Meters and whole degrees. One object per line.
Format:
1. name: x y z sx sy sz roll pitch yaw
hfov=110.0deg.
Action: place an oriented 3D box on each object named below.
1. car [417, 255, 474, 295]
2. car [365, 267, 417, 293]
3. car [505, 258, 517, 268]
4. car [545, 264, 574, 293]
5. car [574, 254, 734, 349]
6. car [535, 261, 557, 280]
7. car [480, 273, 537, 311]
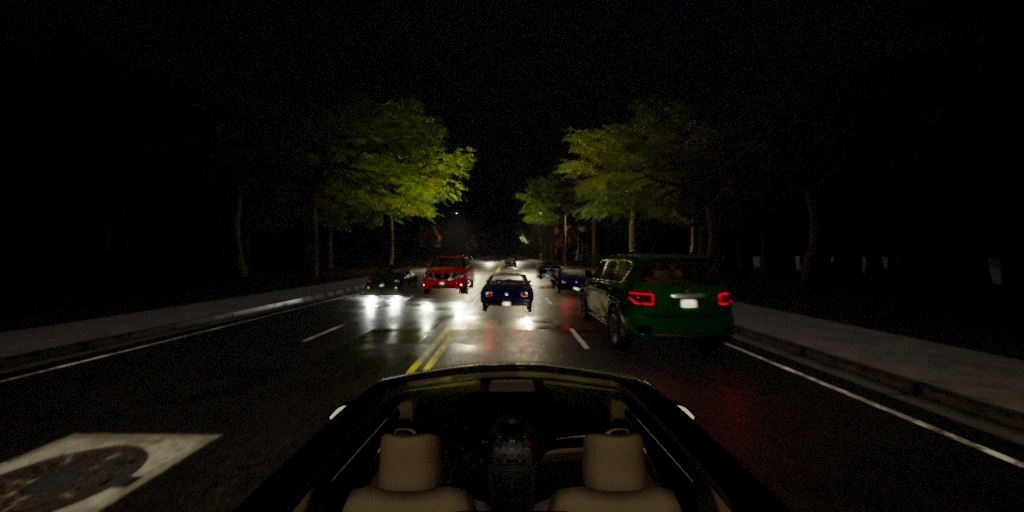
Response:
1. car: -3.387 0.955 20.015 2.150 2.045 5.566 0 0 0
2. car: -6.637 1.297 20.274 1.994 1.385 4.181 0 0 0
3. car: -0.231 1.084 58.102 2.128 1.511 4.902 0 0 -1
4. car: 3.214 1.333 20.281 1.895 1.301 4.718 0 0 0
5. car: 3.244 0.968 9.270 2.150 2.045 5.566 0 0 0
6. car: 3.161 1.216 31.262 1.837 1.490 4.892 0 0 0
7. car: -0.149 1.342 14.485 1.895 1.301 4.718 0 0 1
